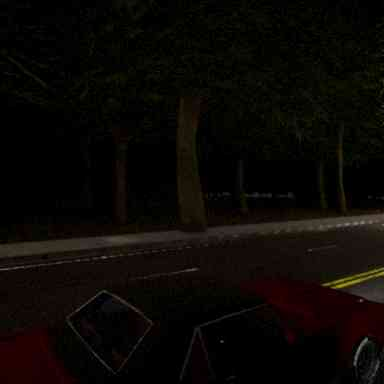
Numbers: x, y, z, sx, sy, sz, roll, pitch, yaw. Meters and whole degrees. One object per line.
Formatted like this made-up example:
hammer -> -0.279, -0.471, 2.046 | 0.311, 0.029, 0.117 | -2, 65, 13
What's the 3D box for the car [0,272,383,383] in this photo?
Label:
car -> 0.198, 1.598, 3.579 | 4.718, 1.301, 1.895 | 0, 0, -35
